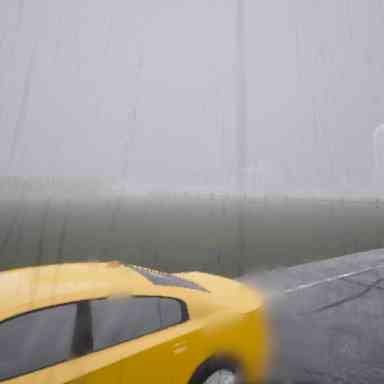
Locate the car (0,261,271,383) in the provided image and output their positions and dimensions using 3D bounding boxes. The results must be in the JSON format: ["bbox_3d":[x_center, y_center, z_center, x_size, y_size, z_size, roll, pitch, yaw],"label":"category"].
[{"bbox_3d":[-1.475,1.476,2.942,5.008,1.535,1.882,0,0,-35],"label":"car"}]
